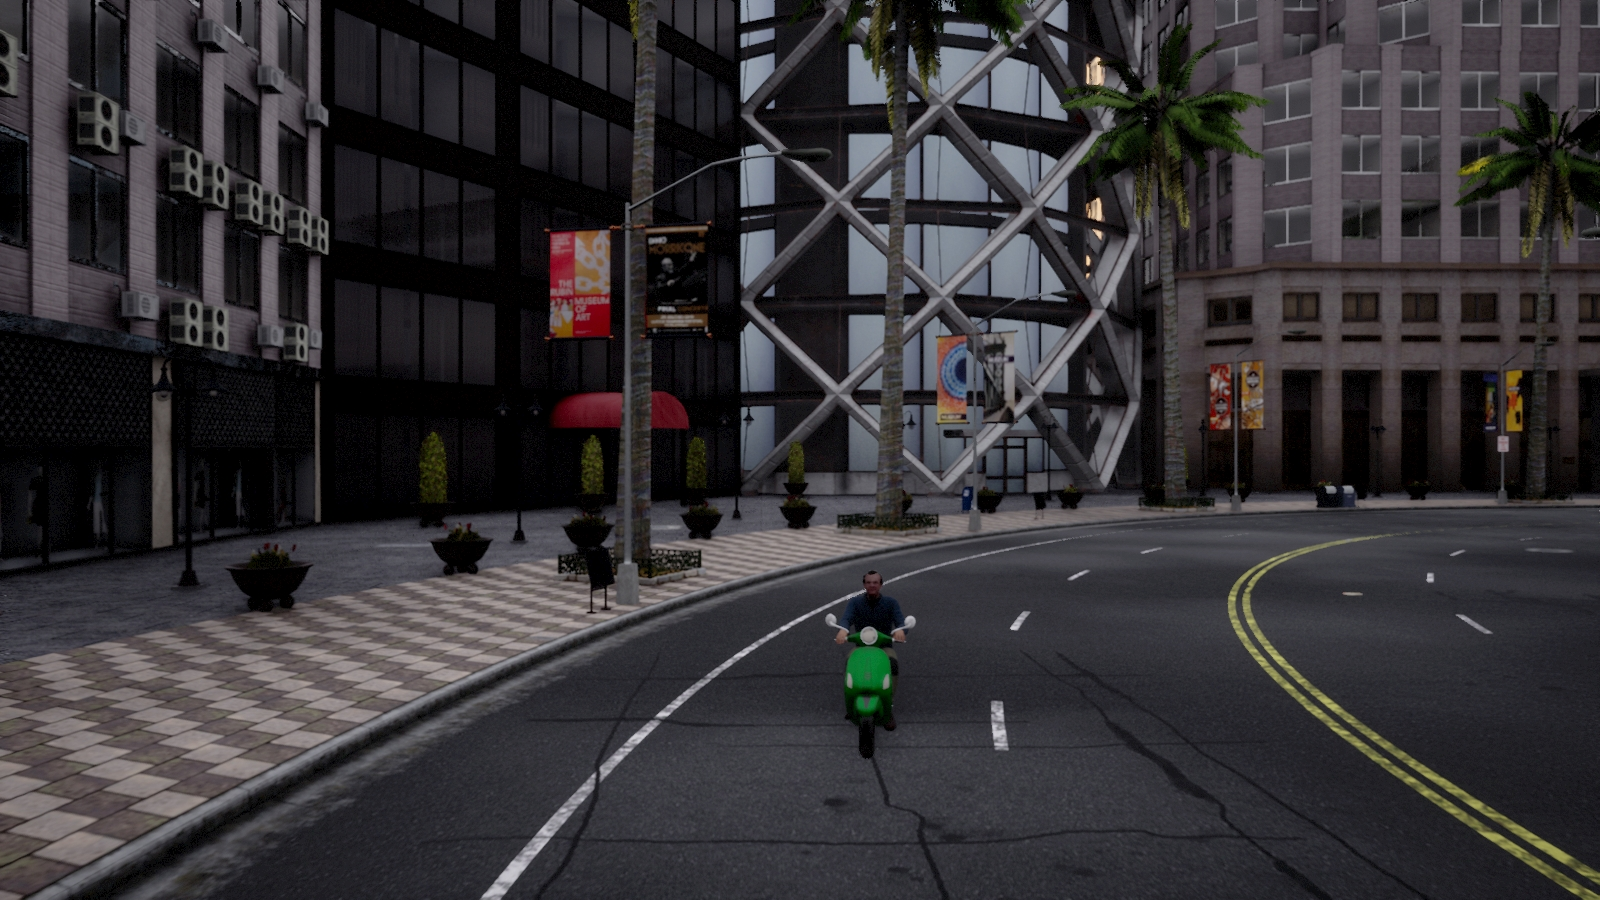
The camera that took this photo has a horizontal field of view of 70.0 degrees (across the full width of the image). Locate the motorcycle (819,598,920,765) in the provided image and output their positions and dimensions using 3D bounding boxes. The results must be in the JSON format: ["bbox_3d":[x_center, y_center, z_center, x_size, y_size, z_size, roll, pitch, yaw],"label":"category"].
[{"bbox_3d":[0.711,2.184,11.109,0.856,1.236,1.805,0,0,7],"label":"motorcycle"}]
